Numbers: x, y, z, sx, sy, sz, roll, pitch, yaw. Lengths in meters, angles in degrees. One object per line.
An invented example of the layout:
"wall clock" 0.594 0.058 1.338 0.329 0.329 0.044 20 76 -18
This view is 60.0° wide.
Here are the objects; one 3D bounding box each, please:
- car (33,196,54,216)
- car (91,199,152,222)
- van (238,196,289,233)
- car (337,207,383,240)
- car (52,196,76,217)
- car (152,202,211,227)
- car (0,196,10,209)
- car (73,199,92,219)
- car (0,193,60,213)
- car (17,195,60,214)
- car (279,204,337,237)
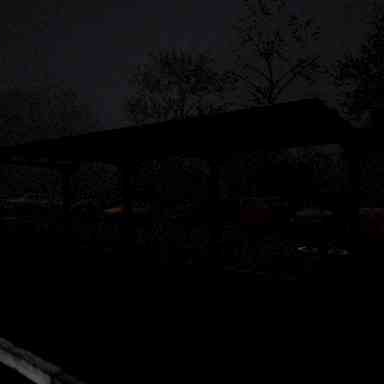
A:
"car" -11.469 1.374 30.786 2.097 1.535 5.008 0 0 35
"car" -4.784 1.413 25.820 1.946 1.575 5.366 0 0 35
"van" 4.454 1.246 19.653 1.878 1.987 4.442 0 0 35
"car" 8.915 1.500 16.347 2.097 1.535 5.008 0 0 35
"car" -9.203 1.389 29.183 2.231 1.521 4.892 0 0 35
"car" -0.162 1.473 22.741 2.163 1.488 4.792 0 0 35
"car" -25.083 1.308 40.378 2.163 1.488 4.792 1 0 35
"car" -6.925 1.432 27.599 2.163 1.488 4.792 0 0 35
"car" -16.020 1.095 33.965 2.435 2.045 5.566 0 0 35
"car" -13.735 1.360 32.390 2.097 1.535 5.008 0 0 35
"car" 6.648 1.526 17.953 2.002 1.452 4.674 0 0 35
